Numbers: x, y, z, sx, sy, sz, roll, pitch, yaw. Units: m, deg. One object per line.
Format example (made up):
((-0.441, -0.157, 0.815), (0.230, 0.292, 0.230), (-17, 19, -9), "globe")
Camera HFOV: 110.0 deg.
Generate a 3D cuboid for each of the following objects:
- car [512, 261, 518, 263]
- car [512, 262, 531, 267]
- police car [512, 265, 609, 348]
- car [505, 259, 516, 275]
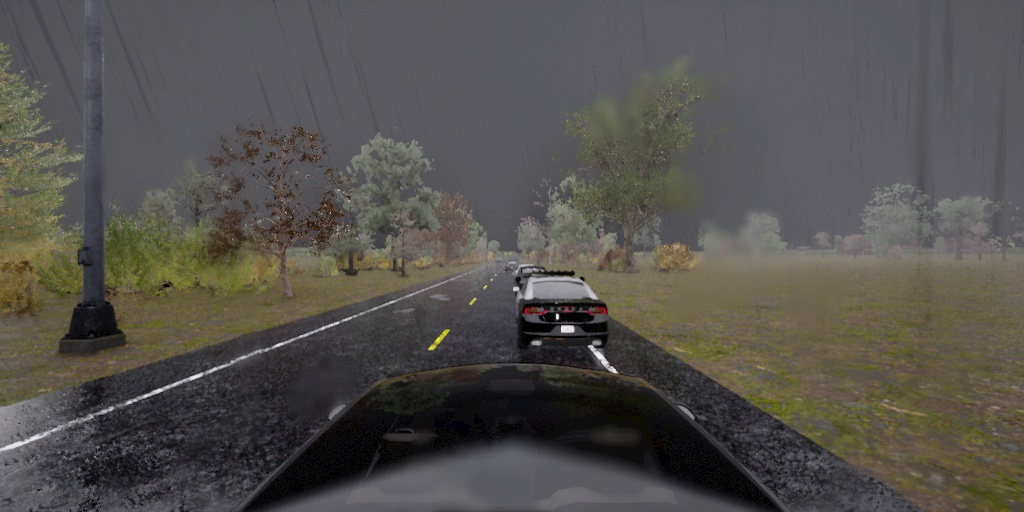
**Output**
((1.068, 1.308, 25.271), (1.812, 1.442, 4.674), (0, 0, 0), "car")
((1.063, 1.281, 19.270), (1.837, 1.490, 4.892), (0, 0, 0), "car")
((1.055, 1.187, 9.379), (1.930, 1.638, 5.238), (0, 0, 0), "police car")
((0.070, 1.322, 47.384), (1.812, 1.442, 4.674), (0, 0, 1), "car")
